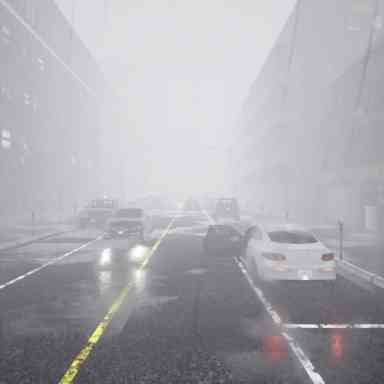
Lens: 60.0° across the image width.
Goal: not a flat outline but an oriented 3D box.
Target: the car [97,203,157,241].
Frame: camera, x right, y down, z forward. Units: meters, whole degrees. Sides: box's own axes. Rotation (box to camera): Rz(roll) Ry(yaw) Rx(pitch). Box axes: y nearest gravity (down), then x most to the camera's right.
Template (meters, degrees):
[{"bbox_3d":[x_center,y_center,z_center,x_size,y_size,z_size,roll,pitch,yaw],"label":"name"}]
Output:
[{"bbox_3d":[-3.100,1.514,16.834,1.837,1.490,4.892,0,0,0],"label":"car"}]

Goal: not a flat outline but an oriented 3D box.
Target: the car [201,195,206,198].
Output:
[{"bbox_3d":[2.692,1.656,55.724,1.802,1.307,4.206,0,0,0],"label":"car"}]

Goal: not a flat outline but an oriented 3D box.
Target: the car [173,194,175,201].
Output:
[{"bbox_3d":[-5.690,1.724,78.486,1.802,1.307,4.206,0,0,0],"label":"car"}]

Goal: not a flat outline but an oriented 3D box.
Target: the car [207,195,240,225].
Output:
[{"bbox_3d":[2.696,1.338,27.274,2.192,1.841,5.009,0,0,0],"label":"car"}]

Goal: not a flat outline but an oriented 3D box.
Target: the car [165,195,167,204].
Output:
[{"bbox_3d":[-5.688,1.599,55.557,1.752,1.417,4.829,0,0,0],"label":"car"}]

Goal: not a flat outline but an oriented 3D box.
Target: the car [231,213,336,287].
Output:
[{"bbox_3d":[2.352,1.529,9.224,1.812,1.442,4.674,0,0,0],"label":"car"}]

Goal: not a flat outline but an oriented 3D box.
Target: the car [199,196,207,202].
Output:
[{"bbox_3d":[2.690,1.744,84.174,1.802,1.307,4.206,0,0,0],"label":"car"}]

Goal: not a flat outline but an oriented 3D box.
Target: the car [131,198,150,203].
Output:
[{"bbox_3d":[-5.686,1.582,32.966,2.008,1.369,4.403,0,0,0],"label":"car"}]

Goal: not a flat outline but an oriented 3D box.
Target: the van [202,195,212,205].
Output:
[{"bbox_3d":[2.693,1.430,61.413,1.690,1.788,3.998,0,0,0],"label":"van"}]

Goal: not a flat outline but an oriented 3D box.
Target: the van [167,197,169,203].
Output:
[{"bbox_3d":[-5.687,1.430,61.414,1.690,1.788,3.998,0,0,0],"label":"van"}]

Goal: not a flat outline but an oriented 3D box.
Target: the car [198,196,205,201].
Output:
[{"bbox_3d":[2.689,1.786,95.554,1.802,1.307,4.206,0,0,0],"label":"car"}]

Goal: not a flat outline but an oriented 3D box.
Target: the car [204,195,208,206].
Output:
[{"bbox_3d":[2.694,1.480,38.654,1.967,1.590,4.097,0,0,0],"label":"car"}]

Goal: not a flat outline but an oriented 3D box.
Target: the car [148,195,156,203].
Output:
[{"bbox_3d":[-5.686,1.480,38.656,1.967,1.590,4.097,0,0,0],"label":"car"}]

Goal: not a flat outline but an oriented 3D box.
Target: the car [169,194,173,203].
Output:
[{"bbox_3d":[-5.689,1.648,72.625,1.752,1.417,4.829,0,0,0],"label":"car"}]

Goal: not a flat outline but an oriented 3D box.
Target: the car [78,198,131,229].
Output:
[{"bbox_3d":[-5.684,1.330,21.585,2.192,1.841,5.009,0,0,0],"label":"car"}]

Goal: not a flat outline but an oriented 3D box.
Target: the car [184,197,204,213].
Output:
[{"bbox_3d":[0.076,1.604,38.366,1.994,1.385,4.181,0,0,0],"label":"car"}]

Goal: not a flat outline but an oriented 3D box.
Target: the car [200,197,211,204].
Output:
[{"bbox_3d":[2.691,1.650,67.104,1.887,1.381,4.507,0,0,0],"label":"car"}]

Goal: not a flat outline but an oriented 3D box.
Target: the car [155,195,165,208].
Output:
[{"bbox_3d":[-5.686,1.376,50.036,2.192,1.841,5.009,0,0,0],"label":"car"}]
